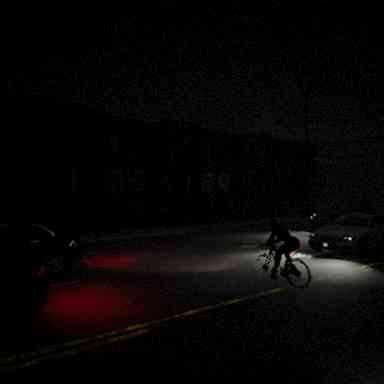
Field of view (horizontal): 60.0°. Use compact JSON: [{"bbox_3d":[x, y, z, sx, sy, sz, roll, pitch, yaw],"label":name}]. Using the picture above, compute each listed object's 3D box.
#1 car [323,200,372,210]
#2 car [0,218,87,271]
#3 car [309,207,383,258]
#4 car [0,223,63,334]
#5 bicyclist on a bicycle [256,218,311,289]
[{"bbox_3d":[8.709,1.351,18.891,4.553,1.767,2.097,0,0,-35],"label":"car"},{"bbox_3d":[-5.329,1.505,8.783,4.892,1.490,1.837,0,0,-36],"label":"car"},{"bbox_3d":[6.513,1.527,13.009,4.674,1.442,1.812,-1,1,-37],"label":"car"},{"bbox_3d":[-4.784,1.478,4.857,5.008,1.535,1.882,0,0,-36],"label":"car"},{"bbox_3d":[2.146,1.455,8.078,0.582,1.620,1.656,0,-2,-36],"label":"bicyclist on a bicycle"}]
